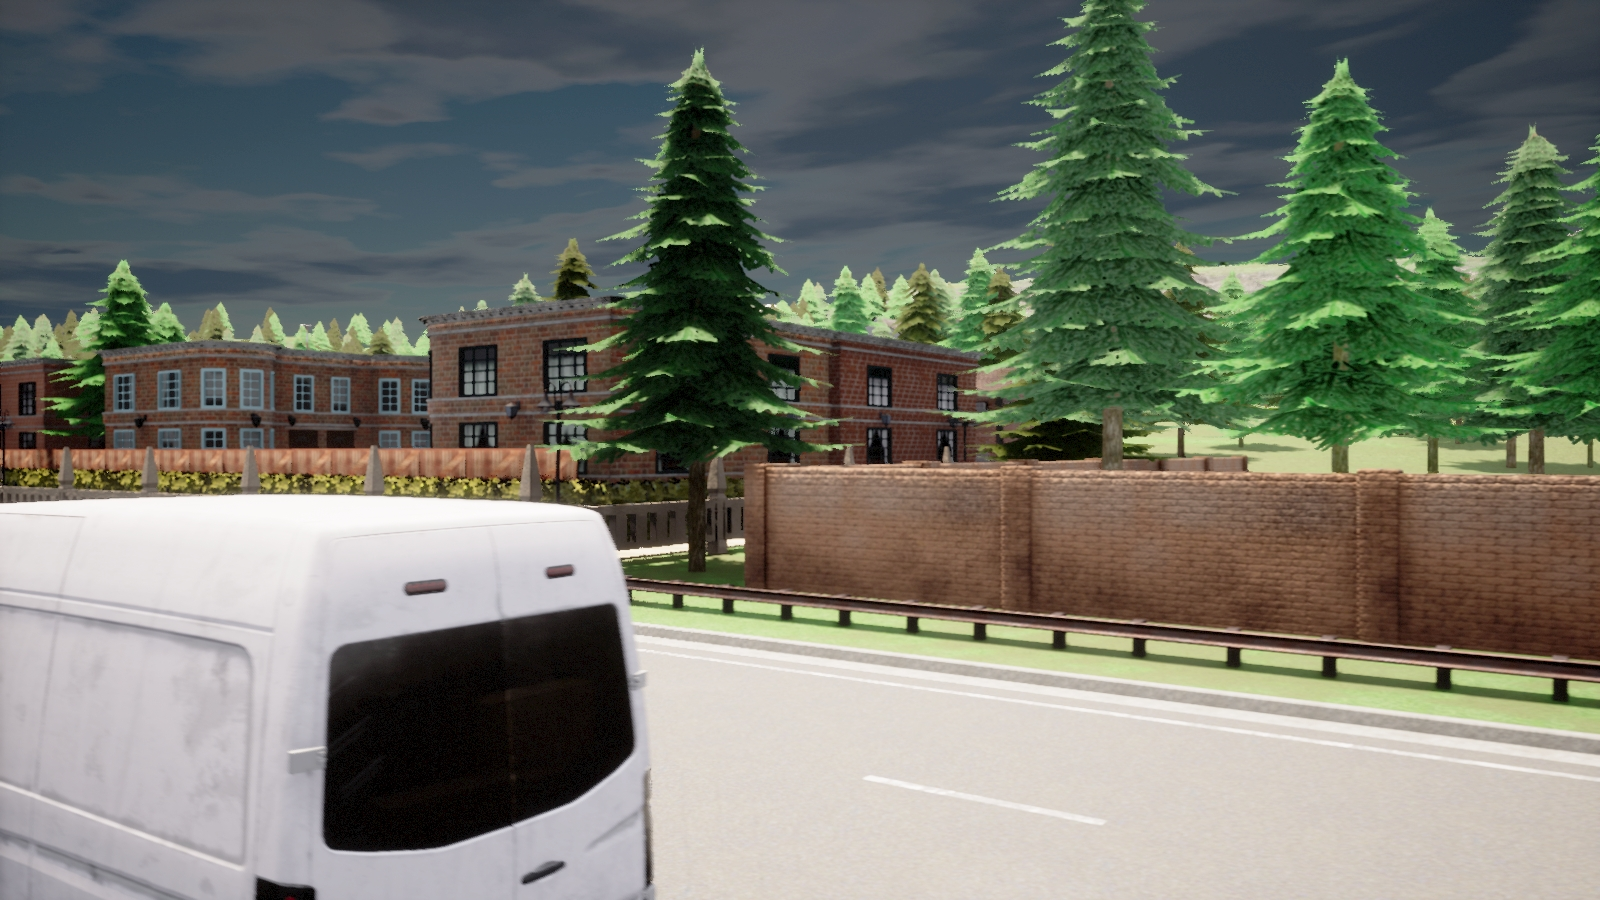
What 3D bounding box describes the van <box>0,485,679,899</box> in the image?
[{"bbox_3d":[-3.564,1.537,6.273,5.915,2.561,1.988,0,0,35],"label":"van"}]
